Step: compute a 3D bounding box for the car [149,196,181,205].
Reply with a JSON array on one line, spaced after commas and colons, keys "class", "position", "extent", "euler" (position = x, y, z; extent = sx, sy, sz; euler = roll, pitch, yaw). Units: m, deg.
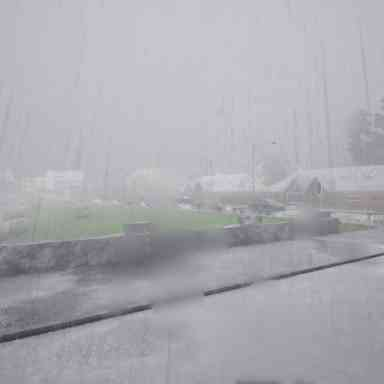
[{"class": "car", "position": [-4.461, 1.547, 54.471], "extent": [2.033, 1.411, 5.357], "euler": [0, 0, -35]}]

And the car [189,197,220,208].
[{"class": "car", "position": [1.940, 1.564, 45.419], "extent": [1.994, 1.385, 4.181], "euler": [0, 0, -36]}]

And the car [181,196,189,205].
[{"class": "car", "position": [-1.664, 1.478, 57.614], "extent": [1.882, 1.535, 5.008], "euler": [0, 0, -35]}]

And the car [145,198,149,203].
[{"class": "car", "position": [-7.588, 1.478, 65.849], "extent": [1.882, 1.535, 5.008], "euler": [0, 0, -35]}]

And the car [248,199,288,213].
[{"class": "car", "position": [8.258, 1.507, 36.541], "extent": [1.837, 1.490, 4.892], "euler": [0, 0, -35]}]
